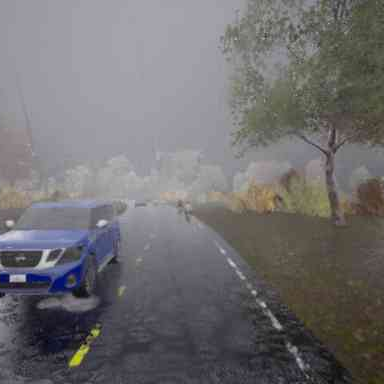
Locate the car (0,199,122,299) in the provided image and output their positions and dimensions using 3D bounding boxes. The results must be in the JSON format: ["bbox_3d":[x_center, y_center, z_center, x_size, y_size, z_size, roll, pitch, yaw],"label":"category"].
[{"bbox_3d":[-3.305,1.241,8.872,2.150,2.045,5.566,0,0,-2],"label":"car"}]

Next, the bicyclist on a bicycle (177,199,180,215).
[{"bbox_3d":[-1.132,1.495,32.225,0.582,1.620,1.656,0,0,-7],"label":"bicyclist on a bicycle"}]

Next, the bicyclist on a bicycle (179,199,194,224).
[{"bbox_3d":[-0.257,1.469,23.807,0.866,1.612,1.509,0,0,-5],"label":"bicyclist on a bicycle"}]

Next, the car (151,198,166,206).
[{"bbox_3d":[-5.583,1.676,55.588,1.895,1.301,4.718,0,0,-11],"label":"car"}]

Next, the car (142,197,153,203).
[{"bbox_3d":[-9.964,1.695,74.138,1.895,1.301,4.718,0,0,-15],"label":"car"}]

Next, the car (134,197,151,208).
[{"bbox_3d":[-7.779,1.620,50.554,2.033,1.411,5.357,0,0,-10],"label":"car"}]
